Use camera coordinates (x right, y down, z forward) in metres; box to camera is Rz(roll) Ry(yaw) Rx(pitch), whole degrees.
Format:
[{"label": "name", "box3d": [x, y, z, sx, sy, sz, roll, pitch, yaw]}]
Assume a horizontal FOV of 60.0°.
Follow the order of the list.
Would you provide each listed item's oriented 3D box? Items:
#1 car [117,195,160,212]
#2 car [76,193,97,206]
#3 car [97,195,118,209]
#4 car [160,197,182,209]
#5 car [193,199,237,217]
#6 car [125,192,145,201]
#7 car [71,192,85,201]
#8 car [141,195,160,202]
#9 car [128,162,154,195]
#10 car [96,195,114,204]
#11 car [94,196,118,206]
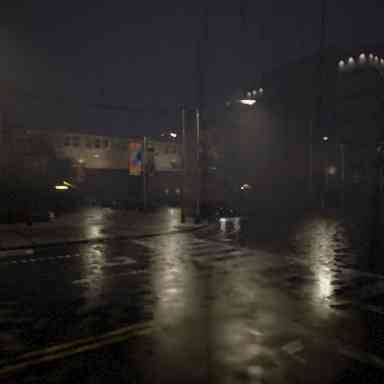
[{"label": "car", "box3d": [-6.036, 1.388, 36.976, 2.097, 1.535, 5.008, 0, 0, -35]}, {"label": "car", "box3d": [-15.989, 1.389, 51.005, 2.231, 1.521, 4.892, 0, 0, -25]}, {"label": "car", "box3d": [-9.837, 1.263, 42.159, 2.185, 1.767, 4.553, 0, 0, -35]}, {"label": "car", "box3d": [-3.133, 1.378, 43.820, 1.837, 1.490, 4.892, 0, 0, -35]}, {"label": "car", "box3d": [2.038, 1.399, 30.517, 1.837, 1.490, 4.892, 0, 0, -35]}, {"label": "car", "box3d": [-13.007, 1.043, 75.831, 2.435, 2.045, 5.566, 0, 0, -35]}, {"label": "car", "box3d": [-20.637, 1.118, 63.044, 2.150, 2.045, 5.566, 0, 0, -34]}, {"label": "car", "box3d": [-8.726, 1.410, 69.800, 1.895, 1.301, 4.718, 0, 0, -35]}, {"label": "car", "box3d": [-5.990, -1.349, 40.405, 1.837, 4.892, 1.490, 17, -19, 26]}, {"label": "car", "box3d": [-16.490, 1.397, 63.140, 1.812, 1.442, 4.674, 0, 0, -34]}, {"label": "car", "box3d": [-13.698, 1.383, 52.929, 2.128, 1.511, 4.902, 0, 0, -35]}]
